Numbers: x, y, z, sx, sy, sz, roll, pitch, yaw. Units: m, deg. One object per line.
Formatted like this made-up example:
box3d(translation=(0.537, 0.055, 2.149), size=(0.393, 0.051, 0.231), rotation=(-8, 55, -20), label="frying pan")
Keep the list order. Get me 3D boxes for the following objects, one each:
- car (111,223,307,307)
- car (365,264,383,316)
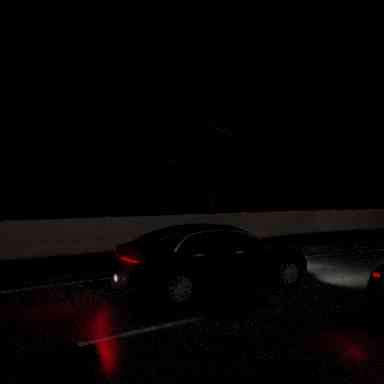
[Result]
box3d(translation=(0.578, 1.524, 7.945), size=(4.892, 1.490, 1.837), rotation=(1, -1, -28), label="car")
box3d(translation=(5.262, 1.617, 6.190), size=(4.181, 1.385, 1.994), rotation=(1, 0, -27), label="car")
